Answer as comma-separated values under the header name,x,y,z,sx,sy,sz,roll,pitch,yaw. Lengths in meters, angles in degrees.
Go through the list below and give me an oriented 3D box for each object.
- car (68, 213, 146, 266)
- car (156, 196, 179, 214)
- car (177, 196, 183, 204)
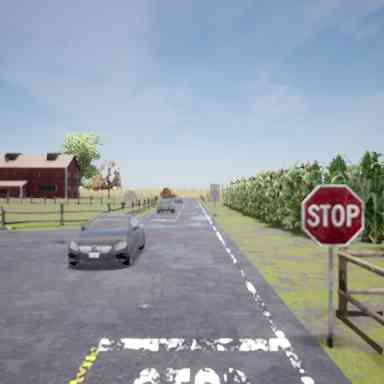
name,x,y,z,sx,sy,sz,roll,pitch,yaw
car,-2.733,1.504,11.623,1.812,1.442,4.674,0,0,0
car,-2.714,1.535,35.721,1.837,1.490,4.892,0,0,0
car,-2.688,1.475,61.072,1.994,1.385,4.181,0,0,0
